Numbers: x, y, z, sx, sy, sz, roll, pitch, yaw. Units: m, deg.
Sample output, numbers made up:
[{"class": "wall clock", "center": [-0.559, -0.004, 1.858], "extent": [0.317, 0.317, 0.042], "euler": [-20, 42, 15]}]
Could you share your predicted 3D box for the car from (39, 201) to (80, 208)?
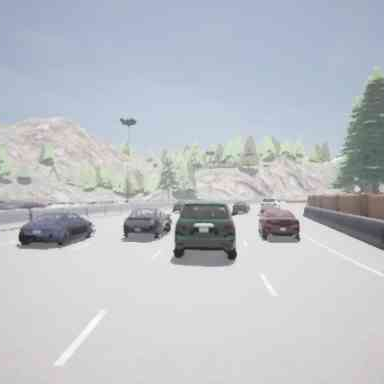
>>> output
[{"class": "car", "center": [-13.733, 1.662, 35.639], "extent": [1.812, 1.442, 4.674], "euler": [1, -1, 13]}]

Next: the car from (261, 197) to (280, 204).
[{"class": "car", "center": [10.342, 1.726, 43.917], "extent": [2.150, 2.045, 5.566], "euler": [0, 0, 18]}]

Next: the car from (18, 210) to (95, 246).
[{"class": "car", "center": [-6.138, 1.623, 15.578], "extent": [1.994, 1.385, 4.181], "euler": [1, 0, 6]}]

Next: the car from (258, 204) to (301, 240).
[{"class": "car", "center": [4.807, 1.698, 18.715], "extent": [1.882, 1.535, 5.008], "euler": [0, 0, 8]}]

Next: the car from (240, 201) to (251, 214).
[{"class": "car", "center": [6.329, 1.949, 42.592], "extent": [1.837, 1.490, 4.892], "euler": [0, 0, 17]}]

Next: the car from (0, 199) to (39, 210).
[{"class": "car", "center": [-17.539, 1.629, 34.729], "extent": [2.033, 1.411, 5.357], "euler": [1, -1, 12]}]

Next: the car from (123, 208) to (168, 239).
[{"class": "car", "center": [-2.316, 1.621, 18.283], "extent": [2.128, 1.511, 4.902], "euler": [1, 0, 7]}]

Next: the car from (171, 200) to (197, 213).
[{"class": "car", "center": [-0.952, 1.861, 42.762], "extent": [1.837, 1.490, 4.892], "euler": [0, 0, 17]}]

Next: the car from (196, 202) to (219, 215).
[{"class": "car", "center": [1.939, 1.933, 40.219], "extent": [1.994, 1.385, 4.181], "euler": [0, 0, 15]}]

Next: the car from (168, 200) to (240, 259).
[{"class": "car", "center": [0.637, 1.346, 13.432], "extent": [2.150, 2.045, 5.566], "euler": [0, 0, 6]}]
